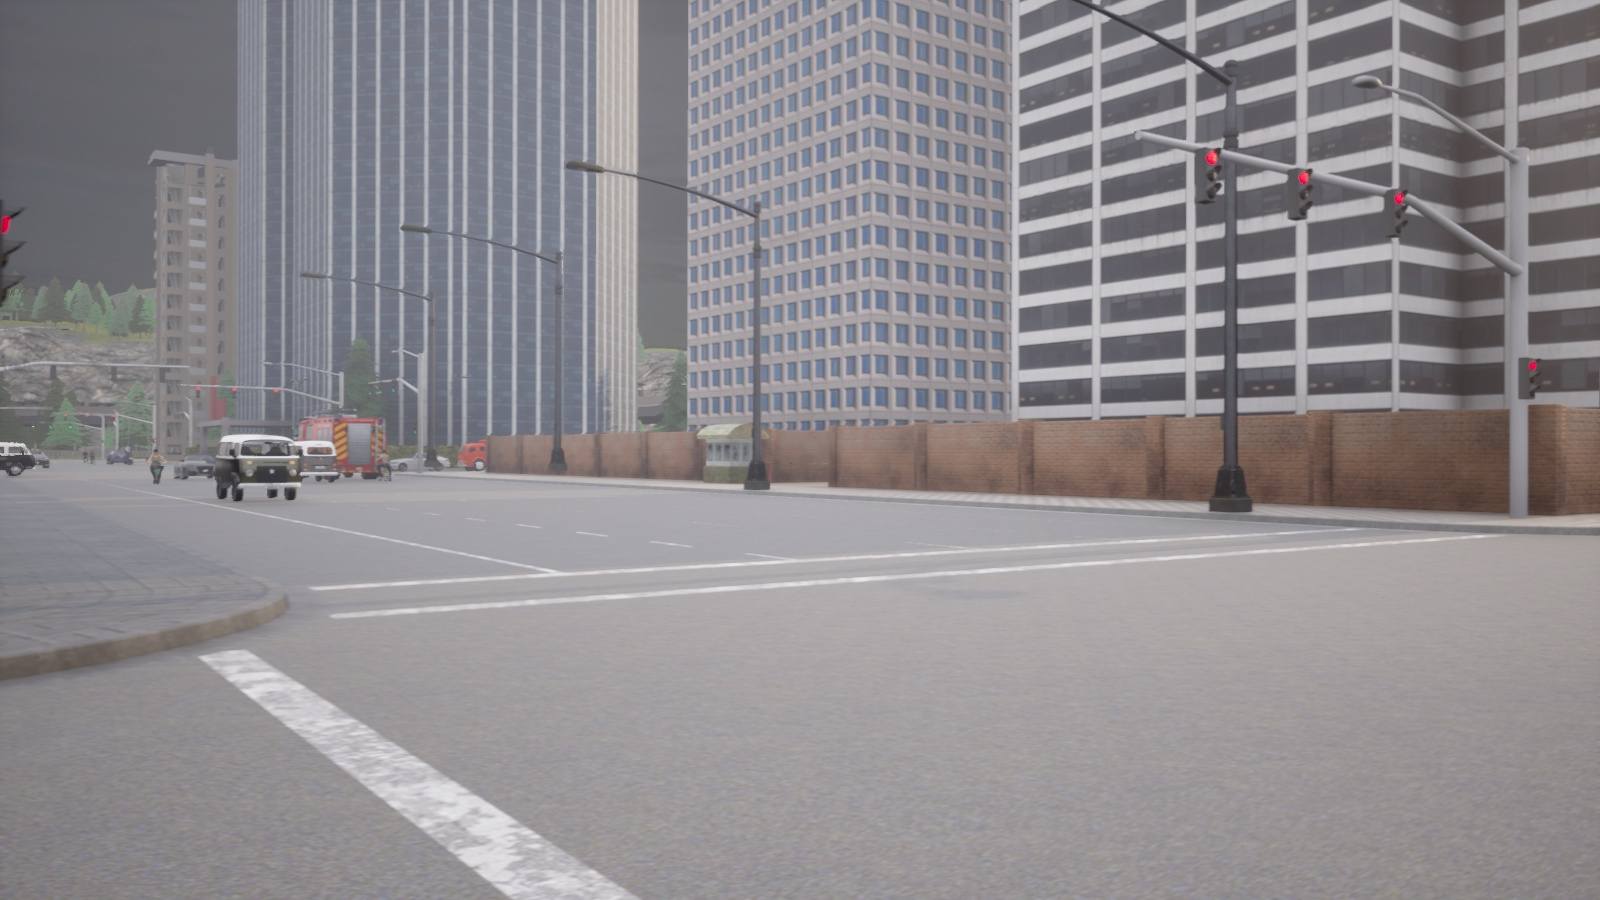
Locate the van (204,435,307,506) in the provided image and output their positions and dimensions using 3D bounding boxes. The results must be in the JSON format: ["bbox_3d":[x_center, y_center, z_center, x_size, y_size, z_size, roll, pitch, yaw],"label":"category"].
[{"bbox_3d":[-16.772,0.598,38.558,2.069,2.038,4.480,0,0,-35],"label":"van"}]

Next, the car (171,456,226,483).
[{"bbox_3d":[-32.191,1.041,67.121,1.994,1.385,4.181,0,0,-35],"label":"car"}]

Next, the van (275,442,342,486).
[{"bbox_3d":[-24.161,0.670,61.643,2.069,2.038,4.480,0,0,-34],"label":"van"}]

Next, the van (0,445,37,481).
[{"bbox_3d":[-47.094,0.747,73.104,4.480,2.038,2.069,0,0,-35],"label":"van"}]

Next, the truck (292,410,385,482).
[{"bbox_3d":[-26.019,-0.193,70.507,2.891,3.827,8.468,0,0,-35],"label":"truck"}]
